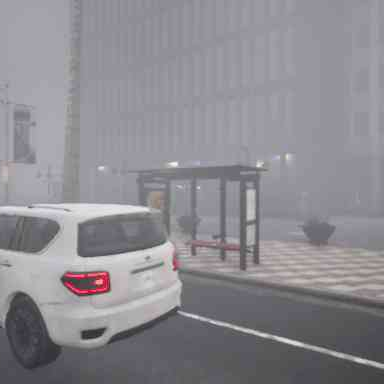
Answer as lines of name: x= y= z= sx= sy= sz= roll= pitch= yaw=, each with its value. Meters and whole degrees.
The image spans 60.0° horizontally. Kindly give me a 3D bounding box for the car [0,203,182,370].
car: x=-2.761 y=1.212 z=5.933 sx=5.566 sy=2.045 sz=2.150 roll=0 pitch=0 yaw=35
